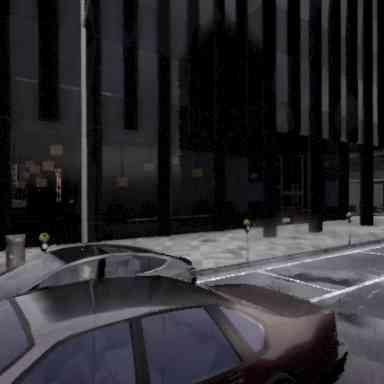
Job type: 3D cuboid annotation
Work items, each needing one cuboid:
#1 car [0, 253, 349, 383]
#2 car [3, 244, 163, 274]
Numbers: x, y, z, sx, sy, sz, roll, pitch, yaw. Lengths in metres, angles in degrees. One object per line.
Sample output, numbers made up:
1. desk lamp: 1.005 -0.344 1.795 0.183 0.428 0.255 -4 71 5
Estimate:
1. car: -0.868 1.548 2.758 5.357 1.411 2.033 0 0 -35
2. car: -1.889 1.566 5.191 4.313 1.339 1.947 0 0 -35
